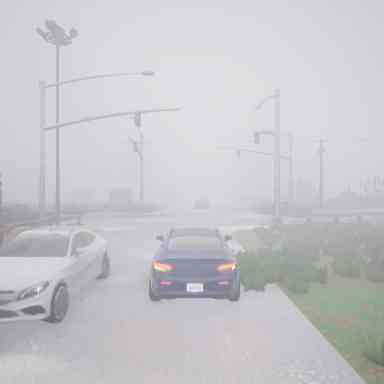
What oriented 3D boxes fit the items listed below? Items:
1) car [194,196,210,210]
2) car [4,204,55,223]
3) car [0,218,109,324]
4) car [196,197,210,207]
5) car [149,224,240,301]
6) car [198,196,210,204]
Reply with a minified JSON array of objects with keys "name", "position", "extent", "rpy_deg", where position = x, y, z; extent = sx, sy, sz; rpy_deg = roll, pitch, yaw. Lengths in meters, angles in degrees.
[{"name":"car","position":[1.296,1.512,42.847],"extent":[2.033,1.411,5.357],"rpy_deg":[0,0,3]},{"name":"car","position":[-11.691,1.564,23.604],"extent":[4.181,1.385,1.994],"rpy_deg":[0,0,4]},{"name":"car","position":[-3.130,1.525,7.296],"extent":[1.812,1.442,4.674],"rpy_deg":[0,0,1]},{"name":"car","position":[1.779,1.512,52.997],"extent":[2.033,1.411,5.357],"rpy_deg":[0,0,3]},{"name":"car","position":[0.053,1.526,8.187],"extent":[1.812,1.442,4.674],"rpy_deg":[0,0,0]},{"name":"car","position":[2.318,1.512,63.508],"extent":[2.033,1.411,5.357],"rpy_deg":[0,0,3]}]
